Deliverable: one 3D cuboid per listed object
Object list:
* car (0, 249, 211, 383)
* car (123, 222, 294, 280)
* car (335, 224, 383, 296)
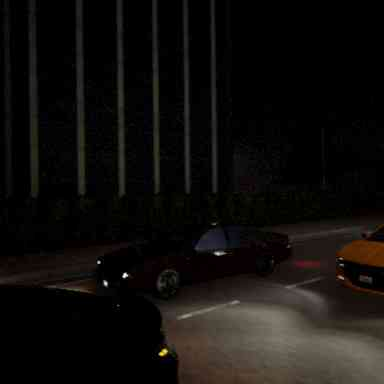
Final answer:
[{"bbox_3d":[-2.265,1.546,2.336,4.674,1.442,1.812,-1,0,-36],"label":"car"},{"bbox_3d":[0.334,1.503,8.551,5.357,1.411,2.033,-1,0,-36],"label":"car"},{"bbox_3d":[5.368,1.371,7.856,5.008,1.535,1.882,-1,0,-36],"label":"car"}]
